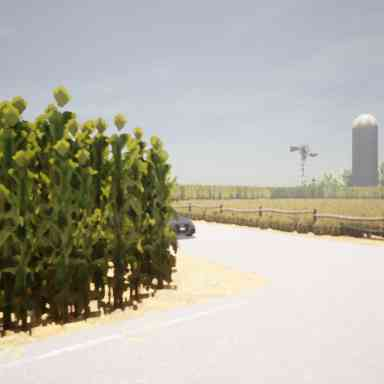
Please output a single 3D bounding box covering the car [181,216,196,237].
[{"bbox_3d":[-1.596,1.561,17.329,1.994,1.385,4.181,0,0,-35],"label":"car"}]
